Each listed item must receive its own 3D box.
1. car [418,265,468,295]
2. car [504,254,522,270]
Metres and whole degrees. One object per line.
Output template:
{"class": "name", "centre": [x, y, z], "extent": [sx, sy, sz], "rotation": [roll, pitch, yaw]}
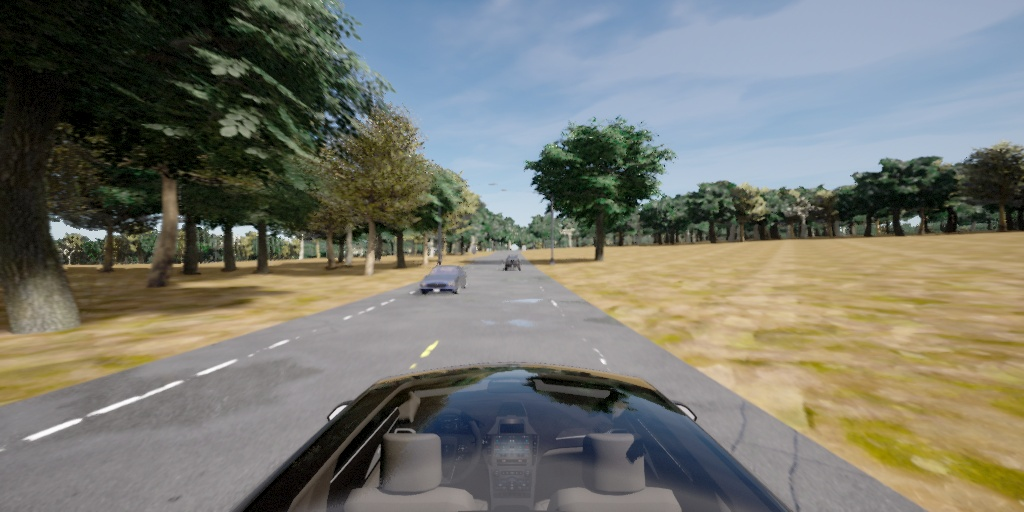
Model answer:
{"class": "car", "centre": [-3.536, 1.222, 19.563], "extent": [2.033, 1.411, 5.357], "rotation": [0, 0, 1]}
{"class": "car", "centre": [0.081, 0.871, 42.848], "extent": [1.837, 1.490, 4.892], "rotation": [0, 1, 0]}
